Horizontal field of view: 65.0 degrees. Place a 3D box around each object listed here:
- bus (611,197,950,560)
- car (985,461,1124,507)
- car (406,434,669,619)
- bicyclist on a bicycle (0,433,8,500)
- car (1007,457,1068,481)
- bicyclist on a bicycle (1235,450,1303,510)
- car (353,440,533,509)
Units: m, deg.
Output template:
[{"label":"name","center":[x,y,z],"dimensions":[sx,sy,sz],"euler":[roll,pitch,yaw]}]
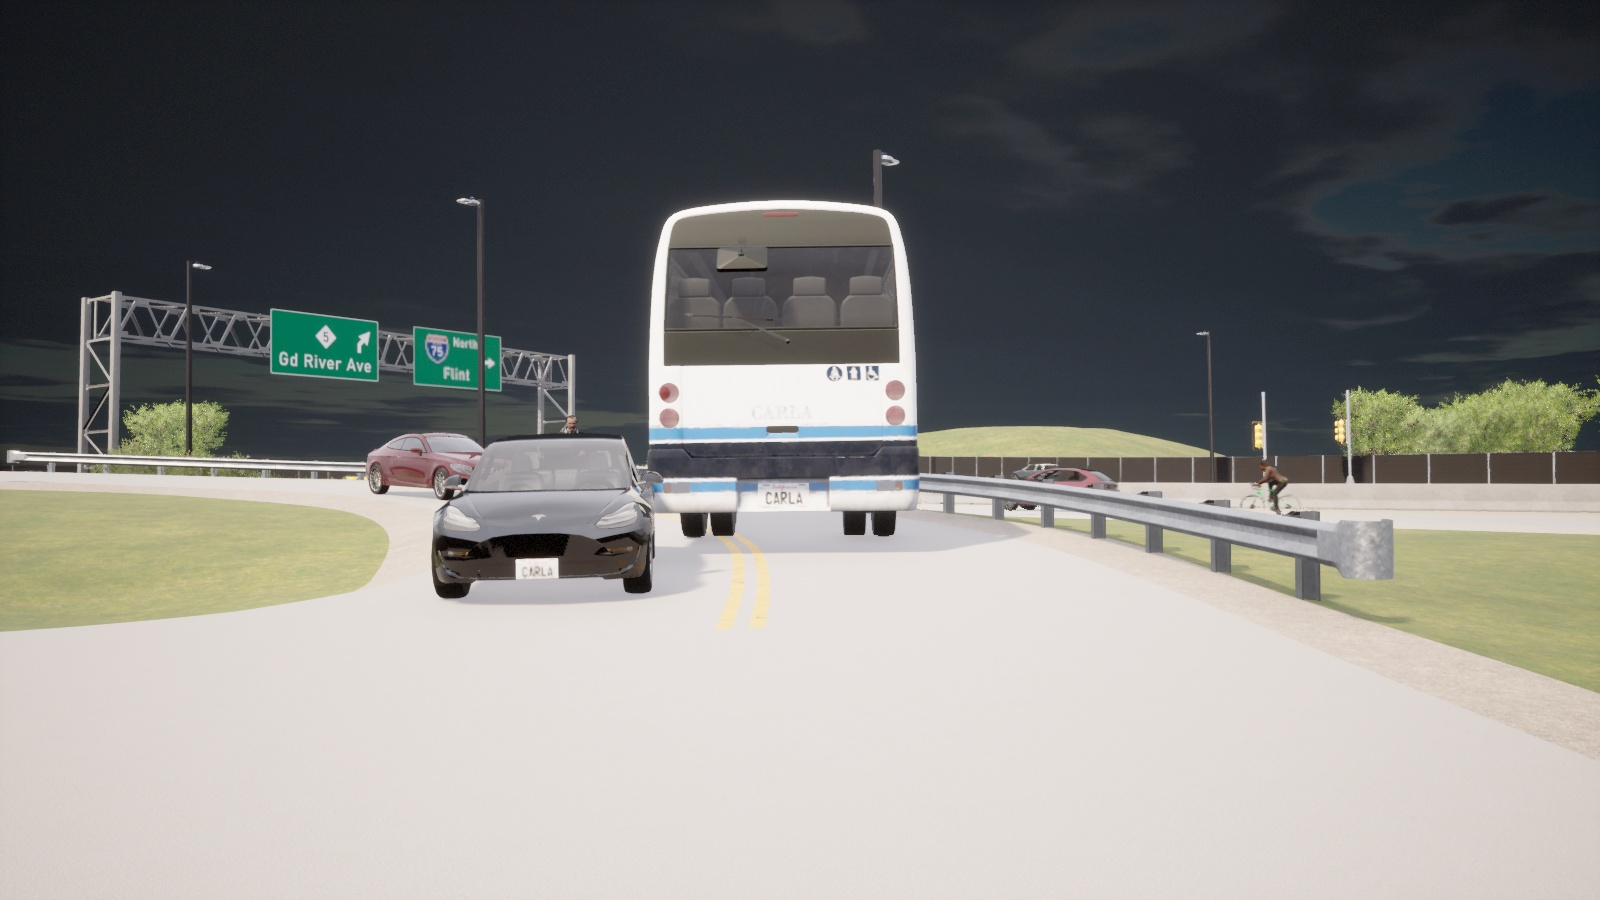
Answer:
[{"label":"bus","center":[-0.171,-0.936,20.287],"dimensions":[3.944,4.253,10.273],"euler":[-2,1,1]},{"label":"car","center":[8.587,1.157,42.440],"dimensions":[4.193,1.474,1.816],"euler":[-2,-2,35]},{"label":"car","center":[-2.491,0.617,13.154],"dimensions":[2.163,1.488,4.792],"euler":[-2,1,-6]},{"label":"bicyclist on a bicycle","center":[-19.884,0.403,29.891],"dimensions":[0.582,1.620,1.656],"euler":[0,0,35]},{"label":"car","center":[15.524,1.272,82.262],"dimensions":[1.970,1.475,3.806],"euler":[-1,-1,-28]},{"label":"bicyclist on a bicycle","center":[13.090,0.848,35.061],"dimensions":[1.656,1.620,0.582],"euler":[-2,-2,35]},{"label":"car","center":[-8.146,0.506,28.431],"dimensions":[4.674,1.442,1.812],"euler":[0,1,44]}]
